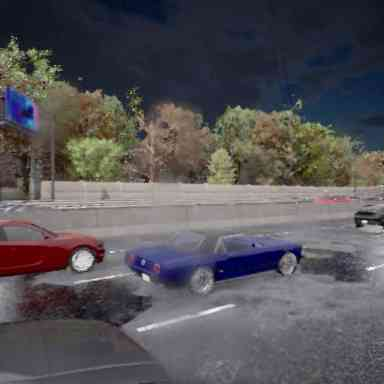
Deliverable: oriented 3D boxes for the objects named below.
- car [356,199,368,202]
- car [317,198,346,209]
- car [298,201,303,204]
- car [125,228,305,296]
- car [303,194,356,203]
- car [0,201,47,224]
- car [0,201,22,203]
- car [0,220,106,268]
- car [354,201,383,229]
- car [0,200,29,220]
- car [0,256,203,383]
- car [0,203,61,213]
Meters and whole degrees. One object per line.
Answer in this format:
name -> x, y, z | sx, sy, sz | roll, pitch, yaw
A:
car -> 23.410, 1.634, 46.430 | 4.181, 1.385, 1.994 | 0, 0, -35
car -> 20.395, 1.630, 48.587 | 4.181, 1.385, 1.994 | 0, 0, -35
car -> 18.723, 1.615, 51.673 | 5.357, 1.411, 2.033 | 0, 0, -35
car -> 0.805, 1.602, 8.618 | 4.718, 1.301, 1.895 | 0, 0, -36
car -> 14.996, 1.257, 36.161 | 5.566, 2.045, 2.150 | 0, 0, -35
car -> -13.536, 1.494, 24.431 | 4.902, 1.511, 2.128 | 0, 0, -35
car -> -11.302, 1.528, 21.725 | 4.674, 1.442, 1.812 | 0, 0, -35
car -> -4.829, 1.478, 8.897 | 5.008, 1.535, 1.882 | 0, 0, -36
car -> 12.134, 1.521, 20.998 | 4.892, 1.490, 1.837 | 0, 0, -36
car -> -16.134, 1.480, 26.878 | 5.008, 1.535, 1.882 | 0, 0, -35
car -> -2.650, 1.547, 1.857 | 5.357, 1.411, 2.033 | 0, 0, -35
car -> -9.288, 1.527, 18.863 | 4.674, 1.442, 1.812 | 0, 0, -35
